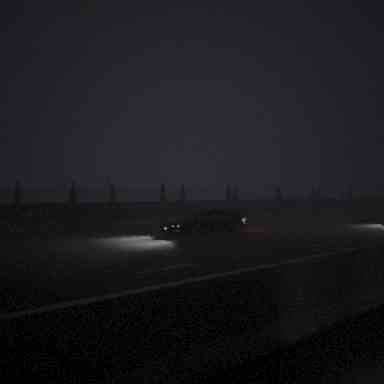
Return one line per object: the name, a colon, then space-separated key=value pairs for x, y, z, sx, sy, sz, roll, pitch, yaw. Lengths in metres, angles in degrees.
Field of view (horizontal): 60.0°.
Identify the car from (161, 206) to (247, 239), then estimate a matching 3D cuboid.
car: x=0.704 y=1.509 z=17.393 sx=4.892 sy=1.490 sz=1.837 roll=0 pitch=0 yaw=-35
